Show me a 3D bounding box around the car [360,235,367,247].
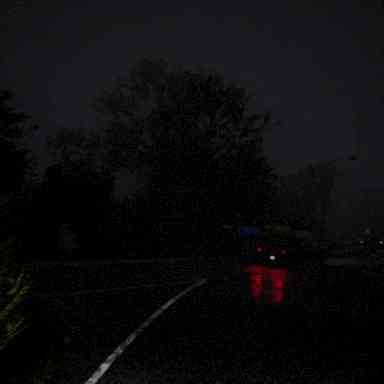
[{"bbox_3d":[25.785,6.926,47.056,2.150,2.045,5.566,0,-6,20],"label":"car"}]

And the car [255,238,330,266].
[{"bbox_3d":[5.312,3.029,17.131,1.895,1.301,4.718,-3,-9,45],"label":"car"}]

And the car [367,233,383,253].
[{"bbox_3d":[20.430,5.487,35.755,2.150,2.045,5.566,-1,-7,31],"label":"car"}]

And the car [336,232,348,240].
[{"bbox_3d":[30.241,8.739,66.132,1.837,1.490,4.892,0,-3,8],"label":"car"}]

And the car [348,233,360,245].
[{"bbox_3d":[28.517,7.964,56.035,2.097,1.767,4.553,0,-5,10],"label":"car"}]
